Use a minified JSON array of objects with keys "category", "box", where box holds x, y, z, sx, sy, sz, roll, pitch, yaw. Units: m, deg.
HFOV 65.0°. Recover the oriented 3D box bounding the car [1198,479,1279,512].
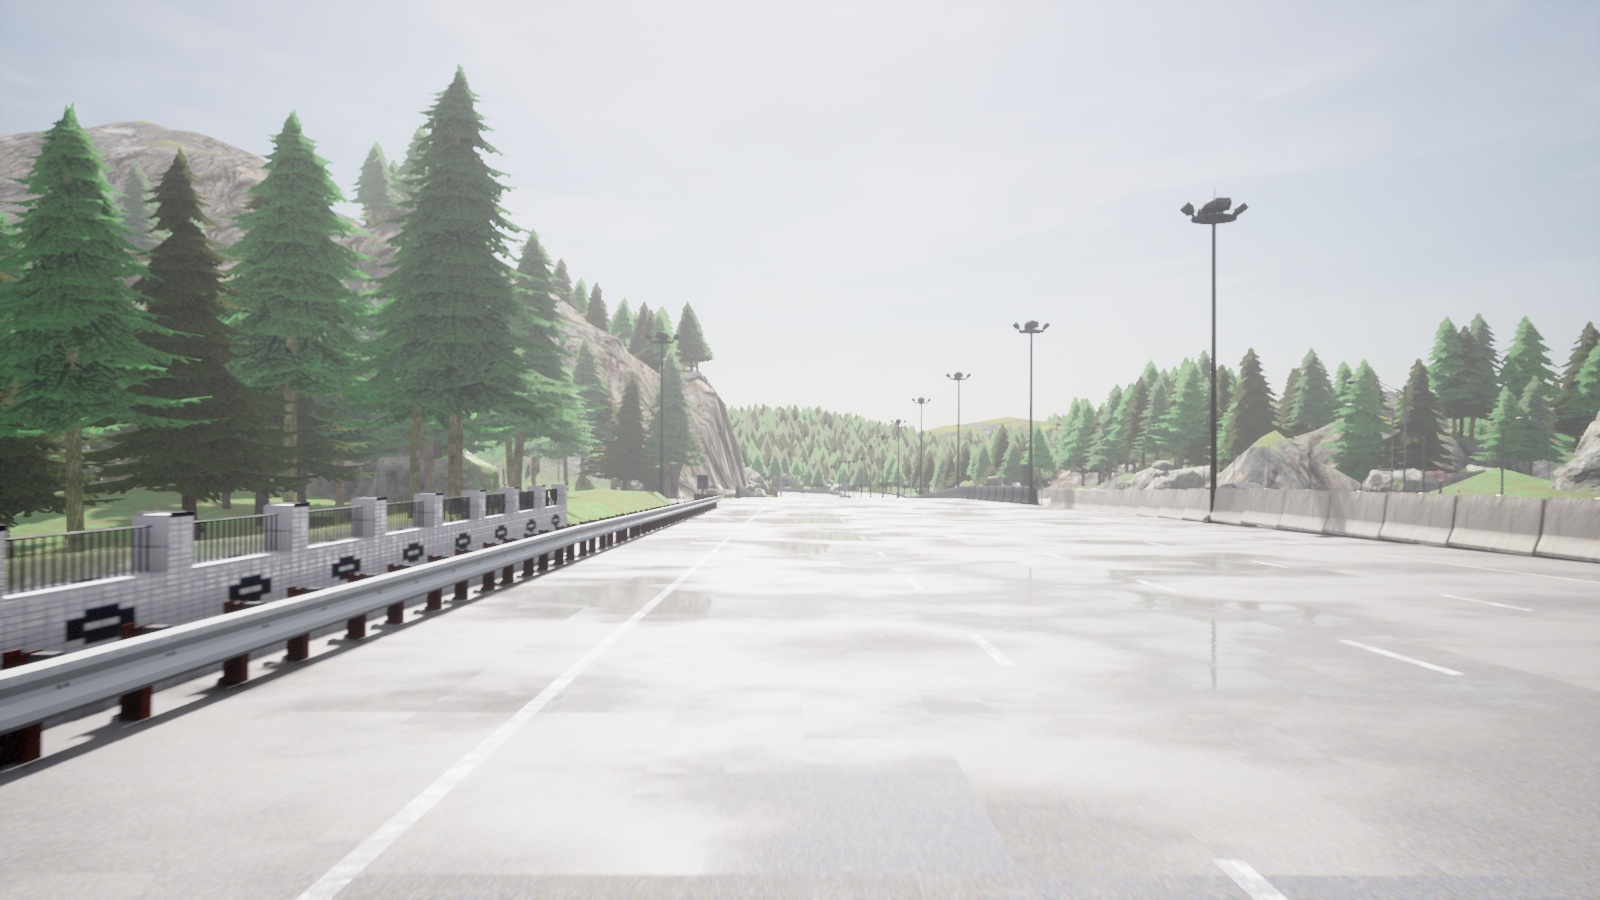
[{"category":"car","box":[20.826,2.139,59.849,2.163,1.488,4.792,0,-1,0]}]
